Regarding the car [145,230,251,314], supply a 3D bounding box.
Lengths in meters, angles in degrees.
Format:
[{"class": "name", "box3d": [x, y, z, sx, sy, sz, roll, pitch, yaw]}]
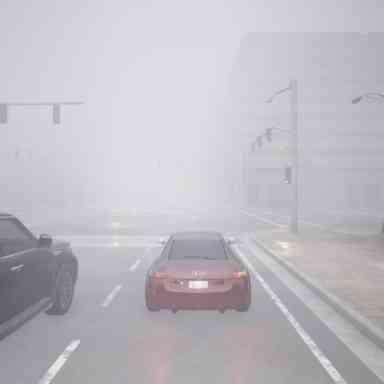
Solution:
[{"class": "car", "box3d": [0.113, 1.564, 7.723, 1.994, 1.385, 4.181, 0, 0, 0]}]

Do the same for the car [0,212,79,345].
[{"class": "car", "box3d": [-3.397, 1.221, 4.398, 2.150, 2.045, 5.566, 0, 0, 1]}]
